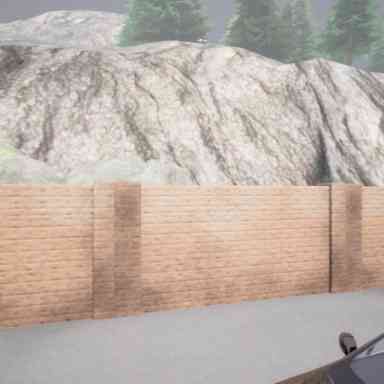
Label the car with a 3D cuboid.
[{"bbox_3d":[2.178,1.492,1.904,4.902,1.511,2.128,0,0,-18],"label":"car"}]
